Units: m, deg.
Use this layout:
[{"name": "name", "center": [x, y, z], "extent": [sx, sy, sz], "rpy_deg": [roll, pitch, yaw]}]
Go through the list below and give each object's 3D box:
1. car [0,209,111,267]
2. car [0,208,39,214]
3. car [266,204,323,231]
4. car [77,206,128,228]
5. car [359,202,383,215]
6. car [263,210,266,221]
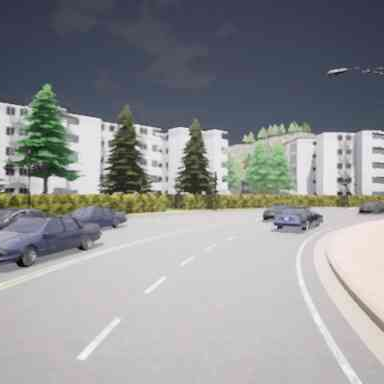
[{"name": "car", "center": [-5.248, 1.544, 11.761], "extent": [2.033, 1.411, 5.357], "rpy_deg": [0, 0, 16]}, {"name": "car", "center": [-8.117, 1.477, 14.893], "extent": [2.128, 1.511, 4.902], "rpy_deg": [0, 0, 18]}, {"name": "car", "center": [7.011, 1.661, 21.710], "extent": [2.033, 1.411, 5.357], "rpy_deg": [0, 0, 35]}, {"name": "car", "center": [-6.010, 1.562, 19.962], "extent": [2.033, 1.411, 5.357], "rpy_deg": [0, 0, 25]}, {"name": "car", "center": [20.987, 1.825, 37.773], "extent": [4.181, 1.385, 1.994], "rpy_deg": [0, 0, -26]}, {"name": "car", "center": [7.591, 1.700, 27.705], "extent": [1.994, 1.385, 4.181], "rpy_deg": [0, 0, 40]}]
